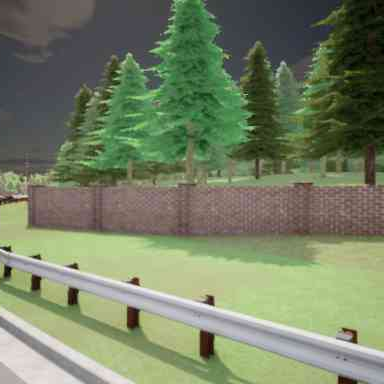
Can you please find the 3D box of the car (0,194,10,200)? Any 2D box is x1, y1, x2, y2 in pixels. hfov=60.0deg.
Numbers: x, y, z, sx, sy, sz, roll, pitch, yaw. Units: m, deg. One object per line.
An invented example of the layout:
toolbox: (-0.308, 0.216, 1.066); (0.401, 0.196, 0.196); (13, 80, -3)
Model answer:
car: (-44.207, 1.583, 77.208); (1.895, 1.301, 4.718); (0, 0, -21)
